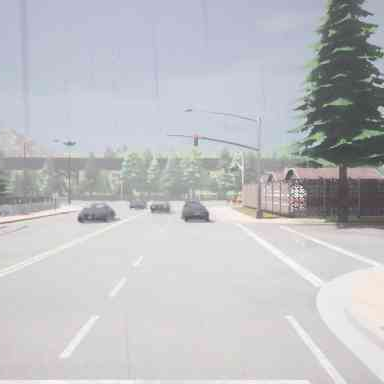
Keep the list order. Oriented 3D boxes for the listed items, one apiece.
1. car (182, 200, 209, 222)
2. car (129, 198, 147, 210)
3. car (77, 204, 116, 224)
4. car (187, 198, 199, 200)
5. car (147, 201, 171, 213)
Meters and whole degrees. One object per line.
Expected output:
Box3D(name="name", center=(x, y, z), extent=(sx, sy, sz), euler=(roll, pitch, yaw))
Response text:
Box3D(name="car", center=(0.251, 1.564, 26.766), extent=(1.994, 1.385, 4.181), euler=(0, 0, -4))
Box3D(name="car", center=(-6.964, 1.571, 43.407), extent=(1.812, 1.442, 4.674), euler=(0, 0, 0))
Box3D(name="car", center=(-7.075, 1.564, 24.997), extent=(1.994, 1.385, 4.181), euler=(0, 0, 0))
Box3D(name="car", center=(0.150, 1.491, 40.047), extent=(2.128, 1.511, 4.902), euler=(0, 0, 1))
Box3D(name="car", center=(-3.370, 1.601, 36.467), extent=(1.895, 1.301, 4.718), euler=(0, 0, 0))
